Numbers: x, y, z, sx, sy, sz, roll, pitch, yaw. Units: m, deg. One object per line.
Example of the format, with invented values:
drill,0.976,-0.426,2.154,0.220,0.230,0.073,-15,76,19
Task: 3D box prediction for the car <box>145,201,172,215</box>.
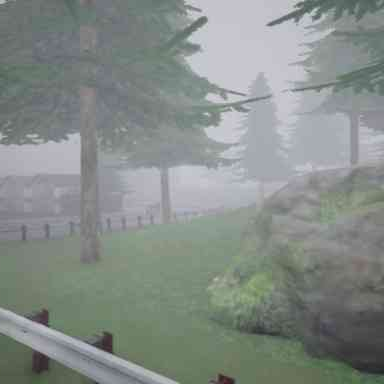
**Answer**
car,-3.463,1.654,34.946,1.994,1.385,4.181,0,0,11
